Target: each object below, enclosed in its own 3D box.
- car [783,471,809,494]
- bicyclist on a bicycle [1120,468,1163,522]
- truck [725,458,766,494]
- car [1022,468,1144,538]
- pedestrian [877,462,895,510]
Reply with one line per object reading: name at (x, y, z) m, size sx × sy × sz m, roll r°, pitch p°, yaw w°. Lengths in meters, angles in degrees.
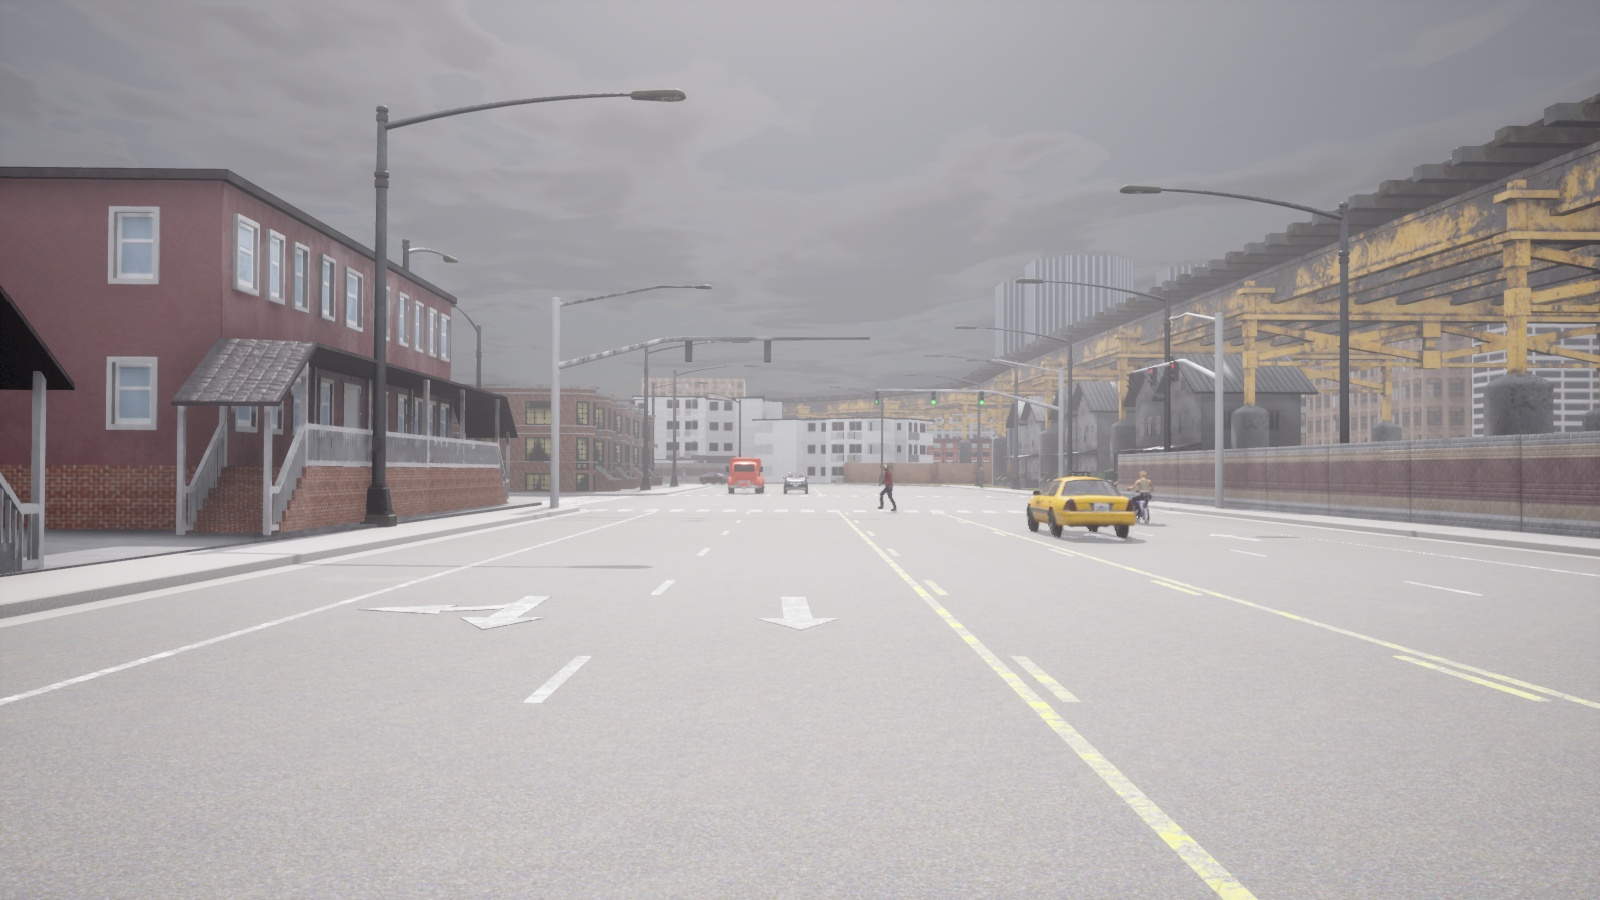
car at (-0.259, 2.240, 86.340) m, size 1.789 × 1.549 × 3.705 m, roll 0°, pitch -1°, yaw 0°
bicyclist on a bicycle at (10.388, 1.350, 38.203) m, size 0.866 × 1.612 × 1.509 m, roll 0°, pitch -1°, yaw 0°
truck at (-3.769, 1.805, 87.320) m, size 2.627 × 2.467 × 5.204 m, roll 0°, pitch -1°, yaw 0°
car at (6.903, 1.247, 31.208) m, size 1.801 × 1.575 × 5.366 m, roll 0°, pitch -1°, yaw 0°
pedestrian at (3.305, 1.394, 48.229) m, size 0.636 × 1.846 × 0.331 m, roll 0°, pitch -1°, yaw 8°
